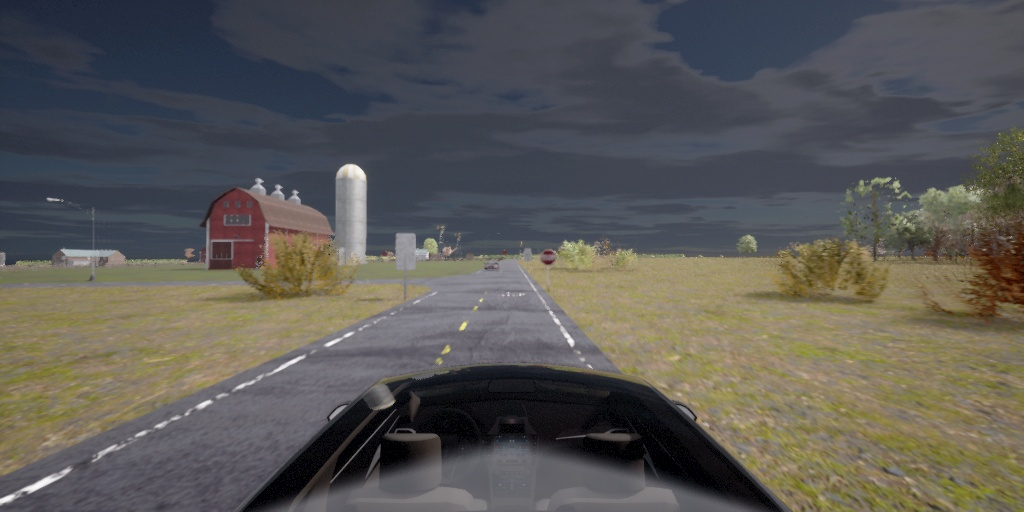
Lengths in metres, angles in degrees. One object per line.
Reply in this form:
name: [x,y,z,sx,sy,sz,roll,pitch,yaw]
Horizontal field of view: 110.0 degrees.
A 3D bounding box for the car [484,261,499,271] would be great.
car: [-2.762,1.335,49.479,1.994,1.385,4.181,0,1,0]
